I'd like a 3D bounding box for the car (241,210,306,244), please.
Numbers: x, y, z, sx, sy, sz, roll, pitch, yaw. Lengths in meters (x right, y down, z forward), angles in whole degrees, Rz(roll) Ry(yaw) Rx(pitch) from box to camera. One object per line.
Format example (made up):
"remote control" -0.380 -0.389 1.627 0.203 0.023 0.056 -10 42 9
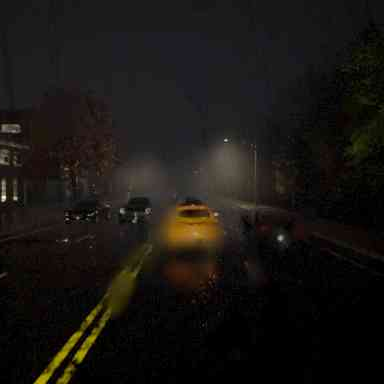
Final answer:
"car" 3.348 1.424 14.676 1.895 1.301 4.718 0 1 0

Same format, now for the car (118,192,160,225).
"car" -3.358 1.093 21.608 2.097 1.767 4.553 0 1 0

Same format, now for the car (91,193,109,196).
"car" -20.700 0.928 74.976 4.313 1.339 1.947 -1 2 -1

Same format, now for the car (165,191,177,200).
"car" -3.794 0.644 61.510 2.097 1.767 4.553 0 1 0

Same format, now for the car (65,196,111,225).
"car" -6.606 1.246 21.591 1.837 1.490 4.892 0 1 0

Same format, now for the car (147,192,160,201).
"car" -7.043 0.760 61.794 1.882 1.535 5.008 0 1 0

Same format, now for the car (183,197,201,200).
"car" 0.029 1.171 32.841 1.994 1.385 4.181 0 1 -1

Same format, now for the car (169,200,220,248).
"car" 0.098 1.310 13.951 1.882 1.535 5.008 0 1 0
